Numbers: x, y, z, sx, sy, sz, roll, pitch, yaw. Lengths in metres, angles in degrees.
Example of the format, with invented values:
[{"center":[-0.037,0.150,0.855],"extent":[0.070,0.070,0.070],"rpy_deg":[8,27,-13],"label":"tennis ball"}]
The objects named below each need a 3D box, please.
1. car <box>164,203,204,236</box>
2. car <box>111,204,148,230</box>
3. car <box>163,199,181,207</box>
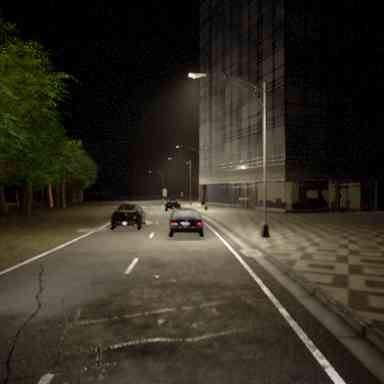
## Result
[{"center":[-0.374,1.589,18.561],"extent":[2.033,1.411,5.357],"rpy_deg":[0,0,-3],"label":"car"},{"center":[-4.071,1.557,21.759],"extent":[1.837,1.490,4.892],"rpy_deg":[0,0,-4],"label":"car"},{"center":[-2.465,1.607,41.522],"extent":[1.837,1.490,4.892],"rpy_deg":[0,0,-7],"label":"car"}]
